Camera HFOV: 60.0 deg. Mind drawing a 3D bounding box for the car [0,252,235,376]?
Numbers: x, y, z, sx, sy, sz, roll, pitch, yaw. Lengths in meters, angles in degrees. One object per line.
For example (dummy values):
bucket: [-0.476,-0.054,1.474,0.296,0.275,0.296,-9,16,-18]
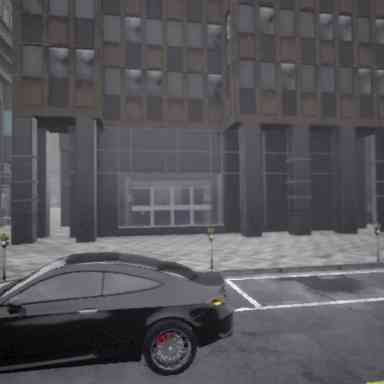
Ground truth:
car: [-1.706,1.669,4.906,4.674,1.442,1.812,0,-1,-11]
